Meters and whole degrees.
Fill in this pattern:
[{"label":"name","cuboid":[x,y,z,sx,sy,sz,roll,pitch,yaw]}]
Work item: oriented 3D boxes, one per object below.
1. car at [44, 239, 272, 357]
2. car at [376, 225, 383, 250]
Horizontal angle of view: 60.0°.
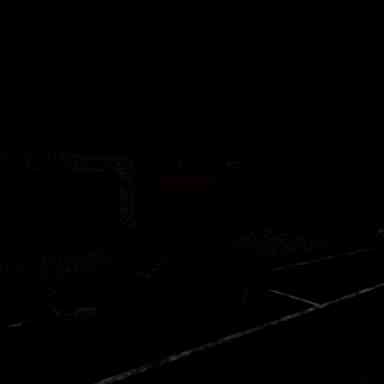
[{"label":"car","cuboid":[-0.352,1.559,5.945,4.206,1.307,1.802,-1,0,-36]},{"label":"car","cuboid":[8.626,1.336,12.364,4.097,1.590,1.967,-1,0,-36]}]
